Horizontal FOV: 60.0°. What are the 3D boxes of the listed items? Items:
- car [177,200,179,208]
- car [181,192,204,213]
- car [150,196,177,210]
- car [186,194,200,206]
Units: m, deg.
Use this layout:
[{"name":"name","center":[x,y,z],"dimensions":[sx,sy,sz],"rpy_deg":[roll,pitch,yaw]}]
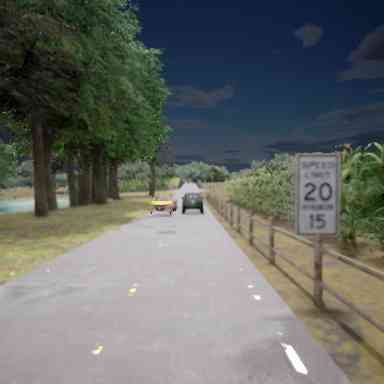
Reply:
[{"name":"car","center":[-2.653,1.283,38.542],"dimensions":[1.812,1.442,4.674],"rpy_deg":[0,1,0]},{"name":"car","center":[0.085,1.048,33.972],"dimensions":[2.150,2.045,5.566],"rpy_deg":[0,1,0]},{"name":"car","center":[-2.674,1.069,30.339],"dimensions":[1.882,1.535,5.008],"rpy_deg":[0,1,0]},{"name":"car","center":[0.140,1.073,46.815],"dimensions":[1.882,1.535,5.008],"rpy_deg":[0,2,1]}]
